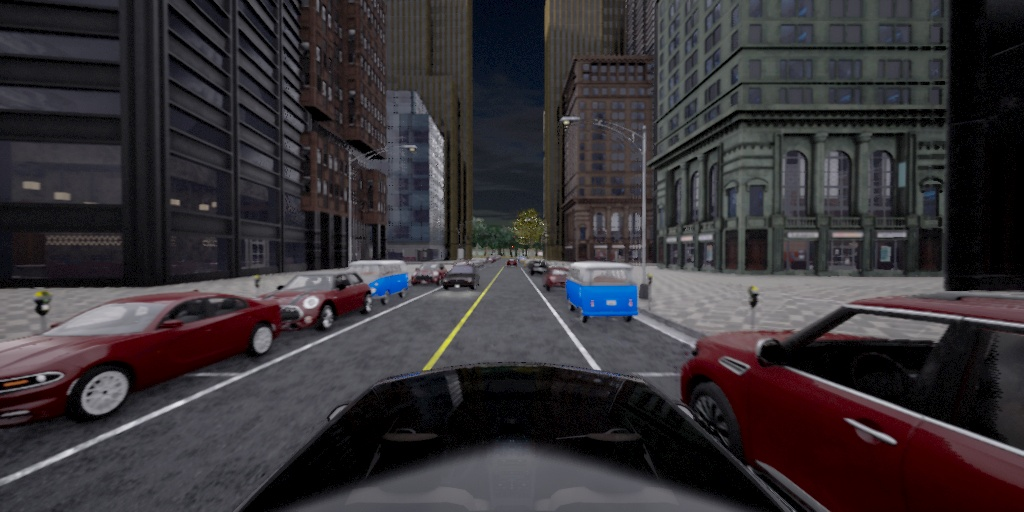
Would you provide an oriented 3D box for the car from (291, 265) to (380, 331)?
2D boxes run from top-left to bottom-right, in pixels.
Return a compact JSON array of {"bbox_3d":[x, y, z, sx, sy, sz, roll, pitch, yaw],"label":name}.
[{"bbox_3d":[-5.765,1.187,10.702,1.967,1.591,4.097,0,0,0],"label":"car"}]

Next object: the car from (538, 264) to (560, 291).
[{"bbox_3d":[2.759,1.324,21.564,1.802,1.307,4.207,0,0,0],"label":"car"}]

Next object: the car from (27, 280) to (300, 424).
[{"bbox_3d":[-5.764,1.294,5.817,1.888,1.381,4.507,0,0,0],"label":"car"}]

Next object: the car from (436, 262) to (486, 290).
[{"bbox_3d":[-3.025,1.289,22.527,2.033,1.411,5.357,0,0,0],"label":"car"}]

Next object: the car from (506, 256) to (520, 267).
[{"bbox_3d":[-0.010,1.166,64.764,1.882,1.535,5.008,0,0,0],"label":"car"}]

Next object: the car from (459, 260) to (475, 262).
[{"bbox_3d":[-5.770,1.272,41.675,1.888,1.381,4.507,0,0,0],"label":"car"}]

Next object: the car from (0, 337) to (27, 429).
[{"bbox_3d":[-5.763,1.065,0.930,2.192,1.841,5.009,0,0,0],"label":"car"}]

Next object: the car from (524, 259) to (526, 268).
[{"bbox_3d":[2.756,1.292,42.376,1.948,1.339,4.313,0,0,0],"label":"car"}]

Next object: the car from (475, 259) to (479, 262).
[{"bbox_3d":[-5.771,1.302,47.052,1.802,1.307,4.207,0,0,0],"label":"car"}]

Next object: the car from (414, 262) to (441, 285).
[{"bbox_3d":[-5.767,1.180,25.540,1.967,1.591,4.097,0,0,0],"label":"car"}]

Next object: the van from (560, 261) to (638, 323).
[{"bbox_3d":[2.798,1.087,11.901,1.690,1.789,3.998,0,0,0],"label":"van"}]

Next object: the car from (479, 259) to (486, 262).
[{"bbox_3d":[-5.772,1.252,57.809,2.007,1.370,4.403,0,0,0],"label":"car"}]

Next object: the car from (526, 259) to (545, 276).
[{"bbox_3d":[2.757,1.298,37.172,1.948,1.339,4.313,0,0,0],"label":"car"}]

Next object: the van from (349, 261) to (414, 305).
[{"bbox_3d":[-5.765,1.086,15.589,1.690,1.789,3.998,0,0,0],"label":"van"}]

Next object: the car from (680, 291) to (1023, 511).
[{"bbox_3d":[2.788,1.065,1.726,2.192,1.841,5.009,0,0,0],"label":"car"}]

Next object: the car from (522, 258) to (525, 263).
[{"bbox_3d":[2.755,1.270,47.578,2.007,1.370,4.403,0,0,0],"label":"car"}]

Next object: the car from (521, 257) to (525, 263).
[{"bbox_3d":[2.753,1.227,58.155,1.751,1.417,4.829,0,0,0],"label":"car"}]

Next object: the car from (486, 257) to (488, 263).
[{"bbox_3d":[-5.773,1.255,63.188,1.948,1.339,4.313,0,0,0],"label":"car"}]
